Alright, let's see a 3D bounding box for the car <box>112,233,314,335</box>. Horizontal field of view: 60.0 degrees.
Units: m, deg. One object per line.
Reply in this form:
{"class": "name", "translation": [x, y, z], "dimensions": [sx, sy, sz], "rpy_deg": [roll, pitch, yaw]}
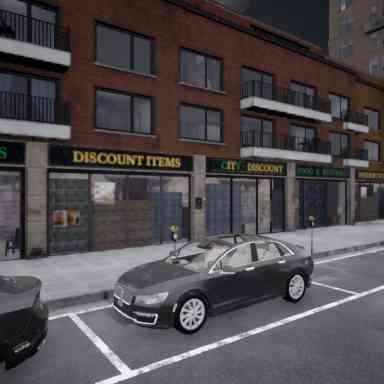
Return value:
{"class": "car", "translation": [0.623, 1.551, 6.628], "dimensions": [4.403, 1.369, 2.008], "rpy_deg": [0, 0, -35]}

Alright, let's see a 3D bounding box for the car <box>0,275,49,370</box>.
{"class": "car", "translation": [-3.873, 1.551, 3.427], "dimensions": [4.403, 1.369, 2.008], "rpy_deg": [0, 0, -35]}
